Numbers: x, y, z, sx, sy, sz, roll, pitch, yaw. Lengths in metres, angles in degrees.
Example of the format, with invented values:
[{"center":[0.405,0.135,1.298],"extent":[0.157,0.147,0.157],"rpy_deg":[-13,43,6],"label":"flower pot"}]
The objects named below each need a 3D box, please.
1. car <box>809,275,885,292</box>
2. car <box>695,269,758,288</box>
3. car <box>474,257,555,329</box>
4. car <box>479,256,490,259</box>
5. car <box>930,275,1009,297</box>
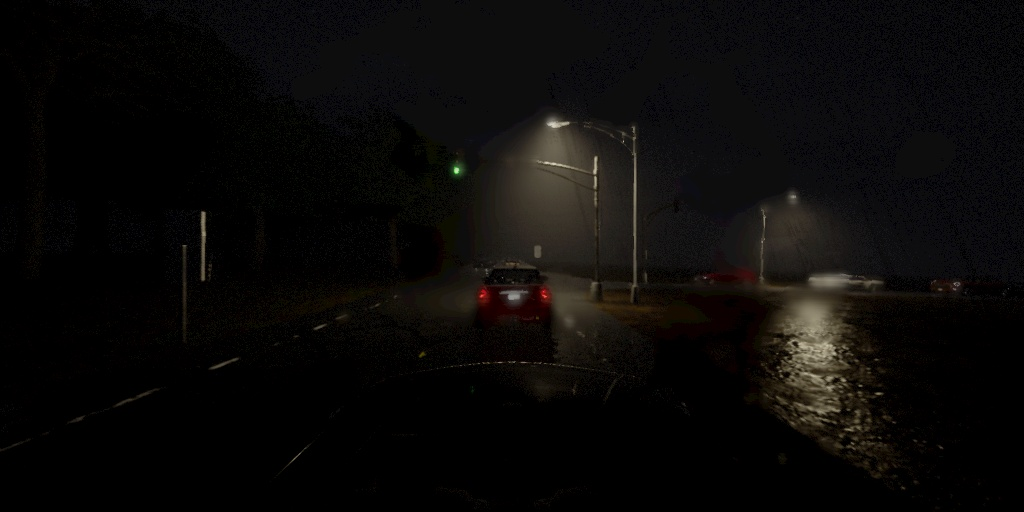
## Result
[{"center":[27.411,2.223,29.465],"extent":[4.718,1.301,1.895],"rpy_deg":[2,0,0],"label":"car"},{"center":[17.533,1.791,29.405],"extent":[4.674,1.442,1.812],"rpy_deg":[2,0,-1],"label":"car"},{"center":[0.132,1.050,11.189],"extent":[2.097,1.767,4.553],"rpy_deg":[0,0,2],"label":"car"},{"center":[-3.743,0.932,46.886],"extent":[1.994,1.385,4.181],"rpy_deg":[0,1,0],"label":"car"},{"center":[37.551,2.346,29.503],"extent":[4.553,1.767,2.097],"rpy_deg":[2,0,0],"label":"car"}]
